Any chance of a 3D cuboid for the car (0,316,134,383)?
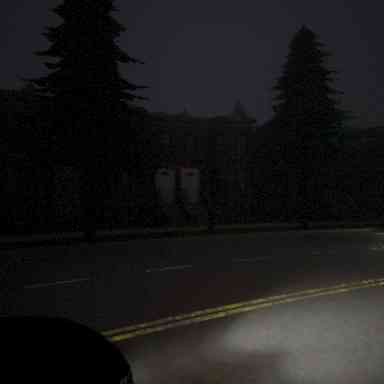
[{"bbox_3d":[-2.661,1.472,1.718,4.902,1.511,2.128,0,0,-36],"label":"car"}]
